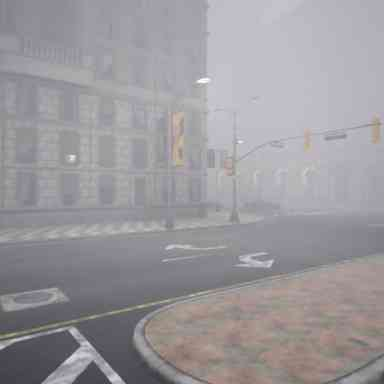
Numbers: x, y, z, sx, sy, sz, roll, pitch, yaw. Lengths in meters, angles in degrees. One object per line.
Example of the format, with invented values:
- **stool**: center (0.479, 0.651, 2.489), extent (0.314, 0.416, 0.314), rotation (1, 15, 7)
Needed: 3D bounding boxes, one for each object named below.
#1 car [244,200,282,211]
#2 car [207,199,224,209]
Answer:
- **car**: center (8.737, 1.601, 41.340), extent (1.895, 1.301, 4.718), rotation (0, 0, -36)
- **car**: center (2.327, 1.563, 44.293), extent (1.994, 1.385, 4.181), rotation (0, 0, -36)
